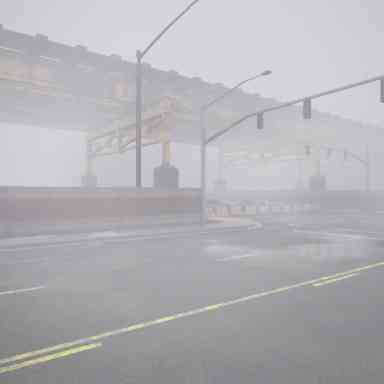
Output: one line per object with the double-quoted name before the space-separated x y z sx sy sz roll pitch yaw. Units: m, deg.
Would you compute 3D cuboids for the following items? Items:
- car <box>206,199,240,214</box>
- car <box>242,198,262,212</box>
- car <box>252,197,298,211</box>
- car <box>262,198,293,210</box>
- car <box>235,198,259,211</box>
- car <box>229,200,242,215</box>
"car" 2.288 1.295 33.715 4.536 1.218 1.853 0 0 8
"car" 6.084 1.453 36.393 2.038 1.542 4.974 0 0 18
"car" 9.995 1.453 40.152 4.974 1.542 2.038 0 0 -7
"car" 9.944 1.295 40.145 4.536 1.218 1.853 0 0 -7
"car" 6.100 1.295 36.442 1.853 1.218 4.536 0 0 18
"car" 2.339 1.453 33.708 4.974 1.542 2.038 0 0 8
